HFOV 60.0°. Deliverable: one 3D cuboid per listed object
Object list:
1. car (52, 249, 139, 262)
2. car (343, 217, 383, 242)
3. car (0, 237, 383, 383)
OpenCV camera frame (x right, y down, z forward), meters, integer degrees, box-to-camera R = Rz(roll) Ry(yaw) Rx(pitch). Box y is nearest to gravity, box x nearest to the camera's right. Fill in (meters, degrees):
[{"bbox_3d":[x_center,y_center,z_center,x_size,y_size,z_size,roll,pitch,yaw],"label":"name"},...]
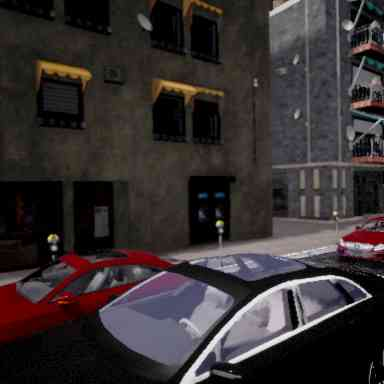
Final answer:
[{"bbox_3d":[-1.588,1.585,4.981,4.206,1.307,1.802,-1,0,-36],"label":"car"},{"bbox_3d":[6.444,1.470,10.822,4.206,1.307,1.802,-1,0,-36],"label":"car"},{"bbox_3d":[0.292,1.478,3.290,4.902,1.511,2.128,-1,0,-36],"label":"car"}]
